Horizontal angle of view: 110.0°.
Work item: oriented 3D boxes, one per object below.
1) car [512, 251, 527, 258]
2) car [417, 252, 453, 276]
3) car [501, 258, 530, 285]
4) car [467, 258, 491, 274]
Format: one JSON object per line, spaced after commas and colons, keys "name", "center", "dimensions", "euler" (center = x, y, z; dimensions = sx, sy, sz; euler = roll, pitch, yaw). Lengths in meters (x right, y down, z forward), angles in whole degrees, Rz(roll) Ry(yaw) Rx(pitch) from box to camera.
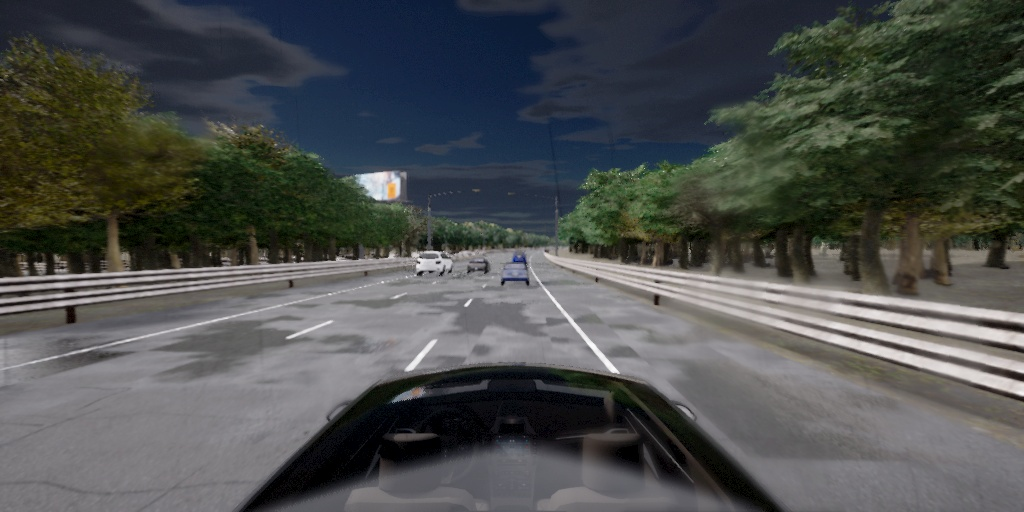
{"name": "car", "center": [1.248, 0.249, 59.074], "dimensions": [2.150, 2.045, 5.566], "euler": [0, 1, 3]}
{"name": "car", "center": [-6.690, 0.664, 31.481], "dimensions": [2.150, 2.045, 5.566], "euler": [0, 1, 1]}
{"name": "car", "center": [0.214, 1.075, 23.659], "dimensions": [2.033, 1.411, 5.357], "euler": [0, 1, 1]}
{"name": "car", "center": [-3.104, 0.908, 34.252], "dimensions": [2.128, 1.511, 4.902], "euler": [0, 1, 1]}
